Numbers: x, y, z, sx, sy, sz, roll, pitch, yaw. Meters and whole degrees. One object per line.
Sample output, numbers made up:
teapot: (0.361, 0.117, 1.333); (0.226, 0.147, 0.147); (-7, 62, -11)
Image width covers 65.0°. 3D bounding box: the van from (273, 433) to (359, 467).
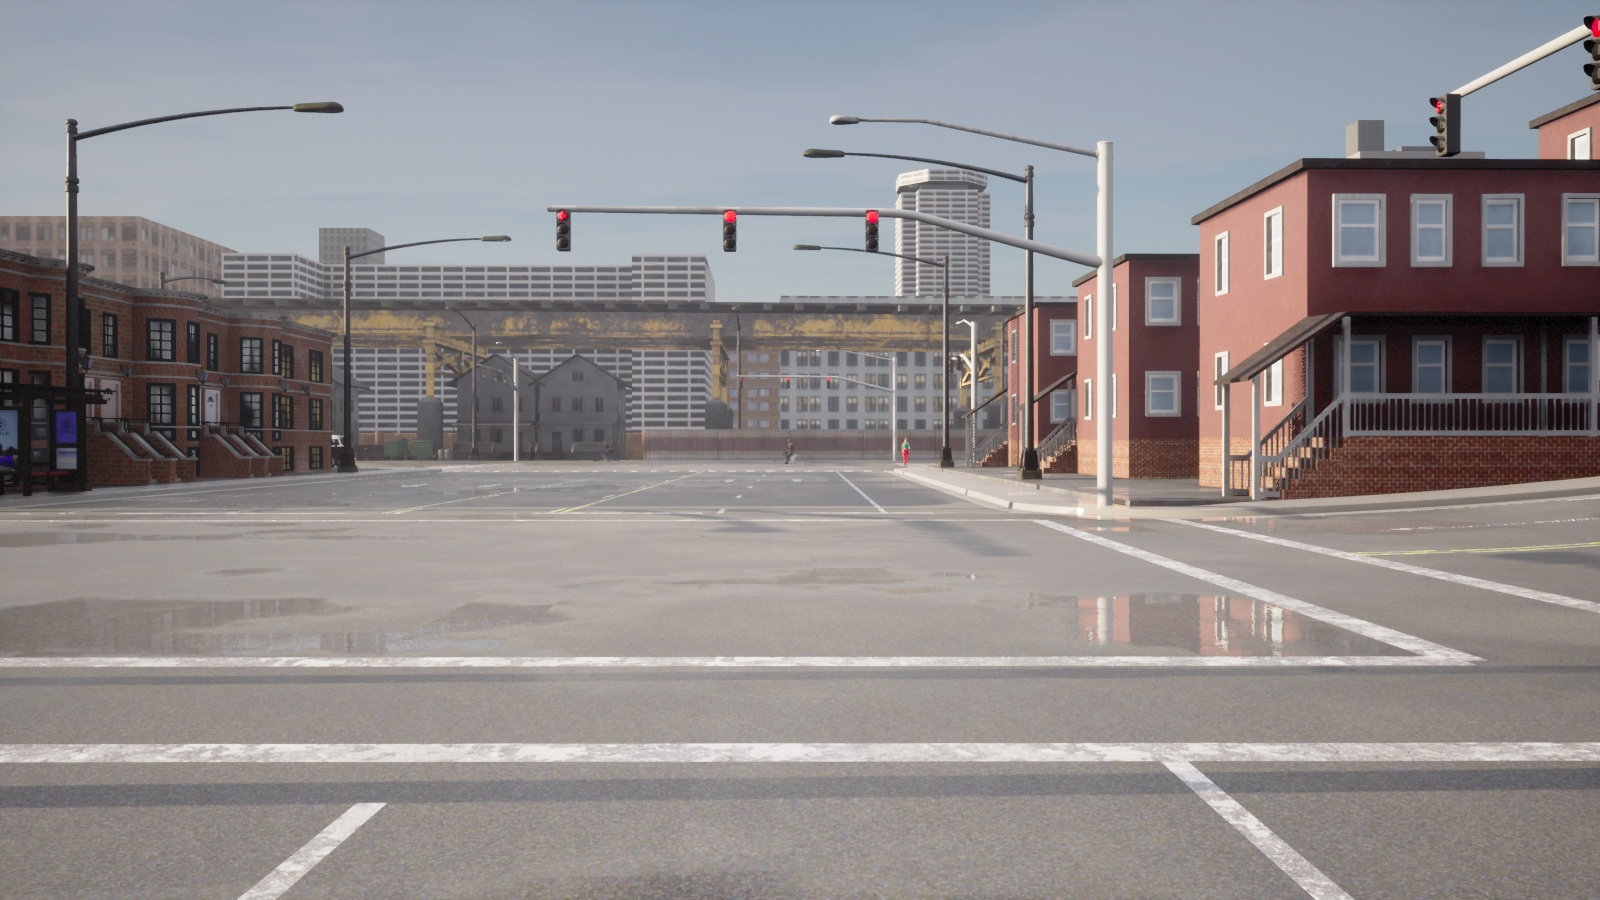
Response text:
van: (-29.763, 0.010, 77.297); (4.480, 2.038, 2.069); (0, 0, 0)
